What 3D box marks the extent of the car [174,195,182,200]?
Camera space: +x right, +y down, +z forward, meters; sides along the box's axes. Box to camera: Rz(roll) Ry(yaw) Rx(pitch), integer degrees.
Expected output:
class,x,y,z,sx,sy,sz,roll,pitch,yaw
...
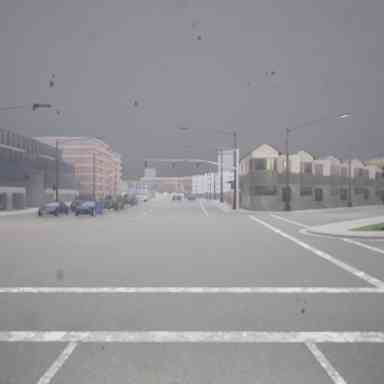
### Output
class,x,y,z,sx,sy,sz,roll,pitch,yaw
car,-3.618,1.412,87.923,1.895,1.301,4.718,0,-2,0

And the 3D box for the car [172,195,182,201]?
class,x,y,z,sx,sy,sz,roll,pitch,yaw
car,-3.604,1.374,77.465,2.128,1.511,4.902,0,-1,0

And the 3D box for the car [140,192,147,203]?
class,x,y,z,sx,sy,sz,roll,pitch,yaw
car,-10.592,1.107,68.687,2.150,2.045,5.566,0,1,0

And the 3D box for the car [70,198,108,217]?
class,x,y,z,sx,sy,sz,roll,pitch,yaw
car,-10.648,1.684,34.744,1.882,1.535,5.008,0,0,0

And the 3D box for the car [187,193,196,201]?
class,x,y,z,sx,sy,sz,roll,pitch,yaw
car,-0.105,1.449,77.914,1.895,1.301,4.718,0,-1,0

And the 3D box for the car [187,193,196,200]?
class,x,y,z,sx,sy,sz,roll,pitch,yaw
car,-0.118,1.172,87.874,2.097,1.767,4.553,0,-2,0

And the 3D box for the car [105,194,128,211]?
class,x,y,z,sx,sy,sz,roll,pitch,yaw
car,-10.650,1.437,44.676,2.150,2.045,5.566,0,1,1

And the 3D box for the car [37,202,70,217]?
class,x,y,z,sx,sy,sz,roll,pitch,yaw
car,-14.150,1.730,34.309,1.812,1.442,4.674,0,0,0

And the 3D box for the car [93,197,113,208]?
class,x,y,z,sx,sy,sz,roll,pitch,yaw
car,-14.158,1.661,53.174,1.812,1.442,4.674,0,1,0

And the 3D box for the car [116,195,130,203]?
class,x,y,z,sx,sy,sz,roll,pitch,yaw
car,-14.092,1.451,67.937,1.994,1.385,4.181,0,1,0

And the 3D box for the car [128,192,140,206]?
class,x,y,z,sx,sy,sz,roll,pitch,yaw
car,-10.657,1.312,56.159,2.150,2.045,5.566,0,1,0

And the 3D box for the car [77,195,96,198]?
class,x,y,z,sx,sy,sz,roll,pitch,yaw
car,-14.154,1.445,43.879,2.150,2.045,5.566,0,0,0
